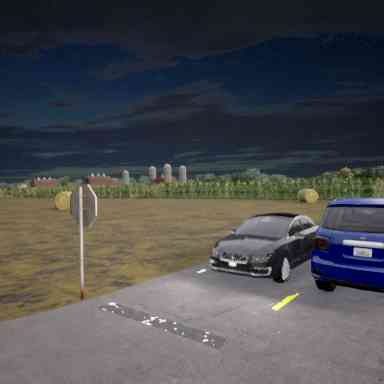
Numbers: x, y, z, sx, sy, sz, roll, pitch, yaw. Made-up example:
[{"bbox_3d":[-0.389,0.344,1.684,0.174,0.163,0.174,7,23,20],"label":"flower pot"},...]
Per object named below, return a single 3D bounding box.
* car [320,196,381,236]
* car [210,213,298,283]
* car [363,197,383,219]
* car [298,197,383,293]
[{"bbox_3d":[8.732,1.134,18.080,2.097,1.767,4.553,0,1,37],"label":"car"},{"bbox_3d":[2.377,1.405,9.658,1.837,1.490,4.892,0,0,36],"label":"car"},{"bbox_3d":[14.924,1.193,26.191,1.812,1.442,4.674,0,1,37],"label":"car"},{"bbox_3d":[4.636,1.130,8.000,2.150,2.045,5.566,0,1,37],"label":"car"}]
